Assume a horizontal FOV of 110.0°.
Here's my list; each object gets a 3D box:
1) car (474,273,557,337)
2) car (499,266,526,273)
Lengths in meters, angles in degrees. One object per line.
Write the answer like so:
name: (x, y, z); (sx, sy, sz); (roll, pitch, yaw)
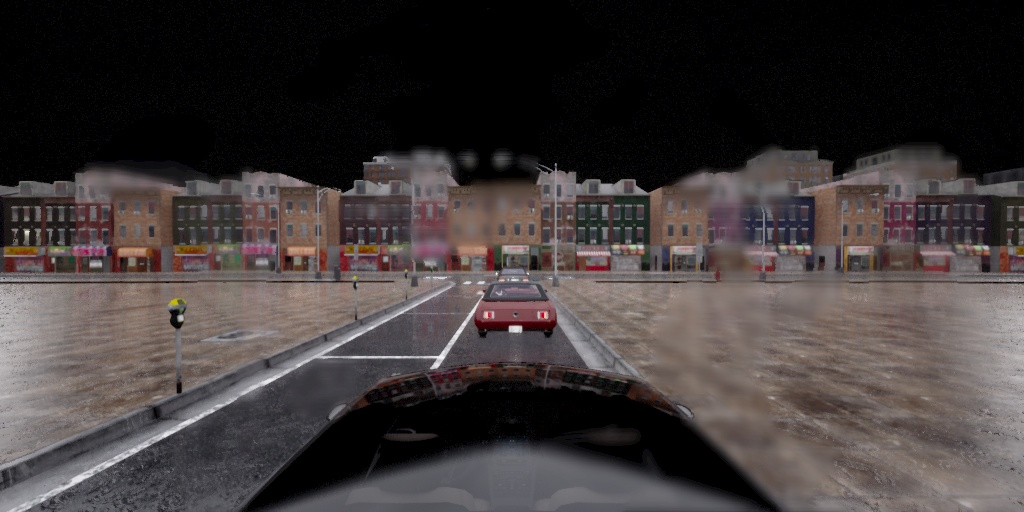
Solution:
car: (0.086, 1.349, 10.247); (1.895, 1.301, 4.718); (0, 0, 0)
car: (0.030, 1.295, 20.741); (2.033, 1.411, 5.357); (0, 0, -1)
